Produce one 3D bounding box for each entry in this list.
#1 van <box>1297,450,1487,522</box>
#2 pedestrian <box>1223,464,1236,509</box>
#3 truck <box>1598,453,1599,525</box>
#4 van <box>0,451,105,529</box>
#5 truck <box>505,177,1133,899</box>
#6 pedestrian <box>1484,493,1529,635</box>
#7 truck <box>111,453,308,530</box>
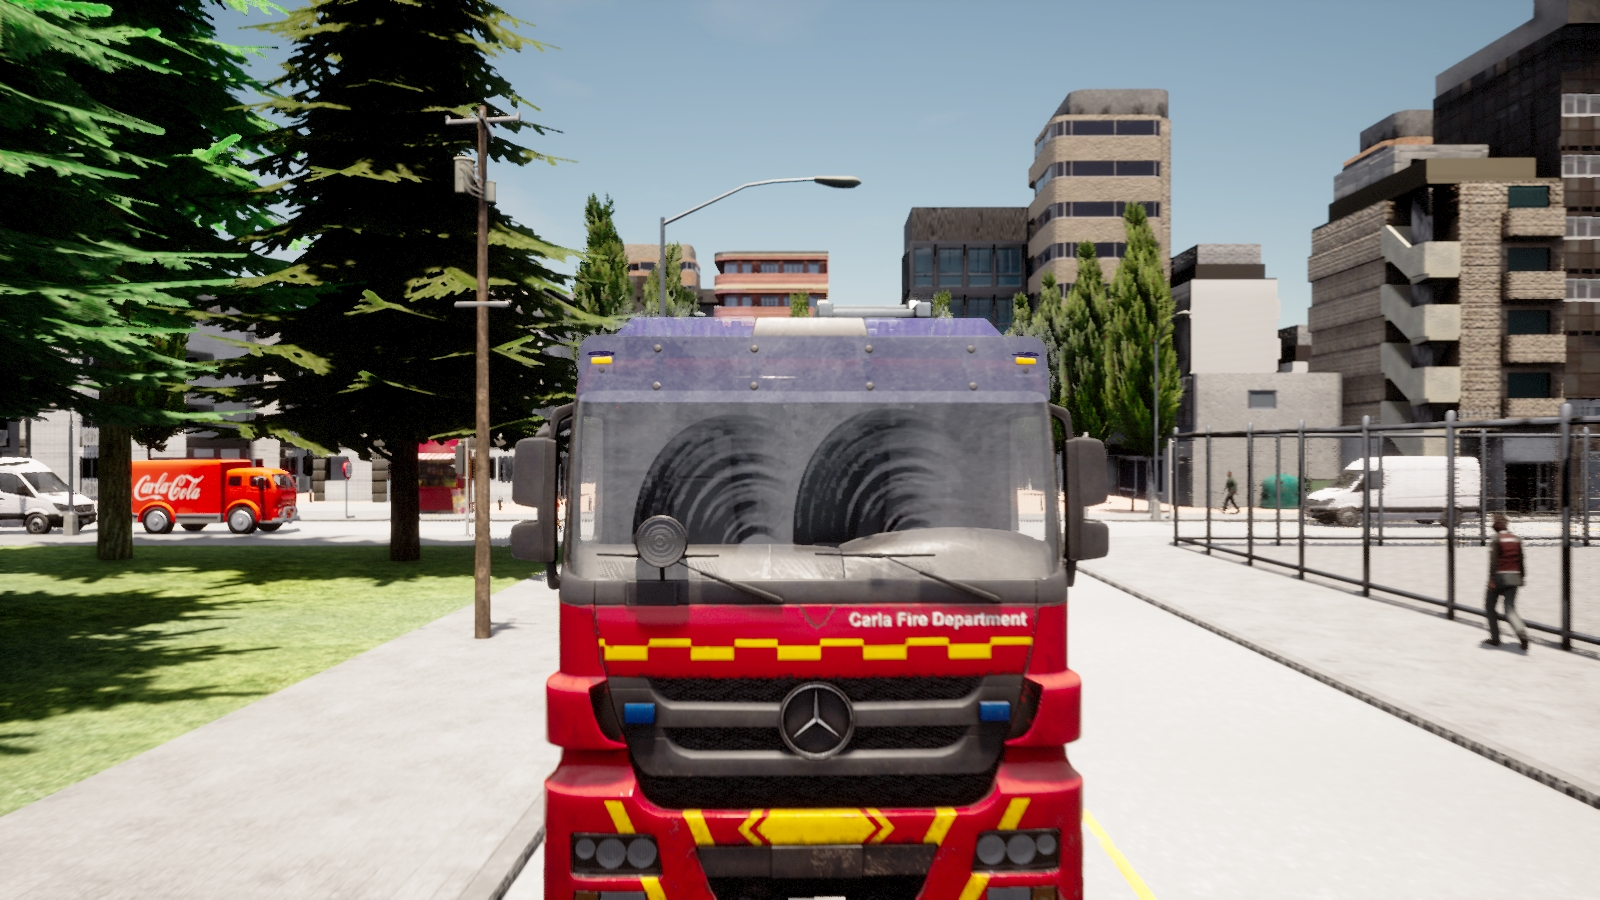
[{"bbox_3d":[21.588,1.293,41.809,5.915,2.561,1.988,0,0,0],"label":"van"},{"bbox_3d":[17.802,1.499,47.323,0.375,1.860,0.375,0,0,-4],"label":"pedestrian"},{"bbox_3d":[29.909,1.325,37.776,5.204,2.467,2.627,0,0,2],"label":"truck"},{"bbox_3d":[-26.873,1.306,38.321,5.915,2.561,1.988,0,0,1],"label":"van"},{"bbox_3d":[-0.019,0.667,9.496,2.891,3.827,8.468,0,0,-2],"label":"truck"},{"bbox_3d":[9.458,1.515,15.301,0.375,1.860,0.375,0,0,-2],"label":"pedestrian"},{"bbox_3d":[-19.643,1.338,38.223,5.204,2.467,2.627,0,0,0],"label":"truck"}]
